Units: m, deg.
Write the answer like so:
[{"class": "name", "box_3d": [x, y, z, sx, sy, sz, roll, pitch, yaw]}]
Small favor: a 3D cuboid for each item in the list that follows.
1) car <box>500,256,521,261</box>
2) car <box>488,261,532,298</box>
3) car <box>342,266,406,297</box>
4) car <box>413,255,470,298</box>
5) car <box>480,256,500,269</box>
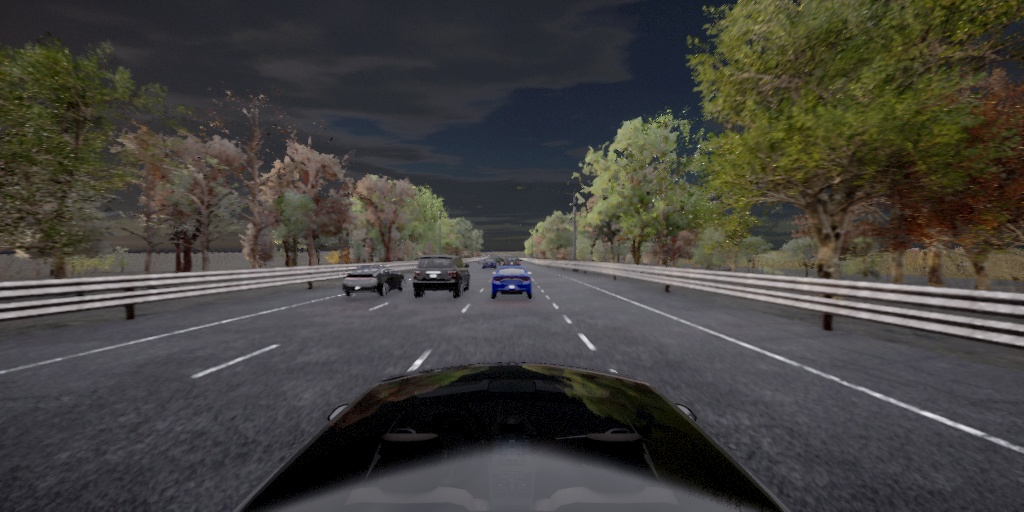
[{"class": "car", "box_3d": [-0.039, 0.989, 44.362, 2.150, 2.045, 5.566, 0, 0, 0]}, {"class": "car", "box_3d": [-0.014, 1.232, 18.624, 1.882, 1.535, 5.008, 0, 0, 0]}, {"class": "car", "box_3d": [-7.015, 1.245, 18.718, 2.128, 1.511, 4.902, 0, 0, 0]}, {"class": "car", "box_3d": [-3.516, 0.976, 18.717, 2.150, 2.045, 5.566, 0, 0, 0]}, {"class": "car", "box_3d": [-3.550, 1.131, 58.287, 2.097, 1.767, 4.553, 0, 0, 0]}]
